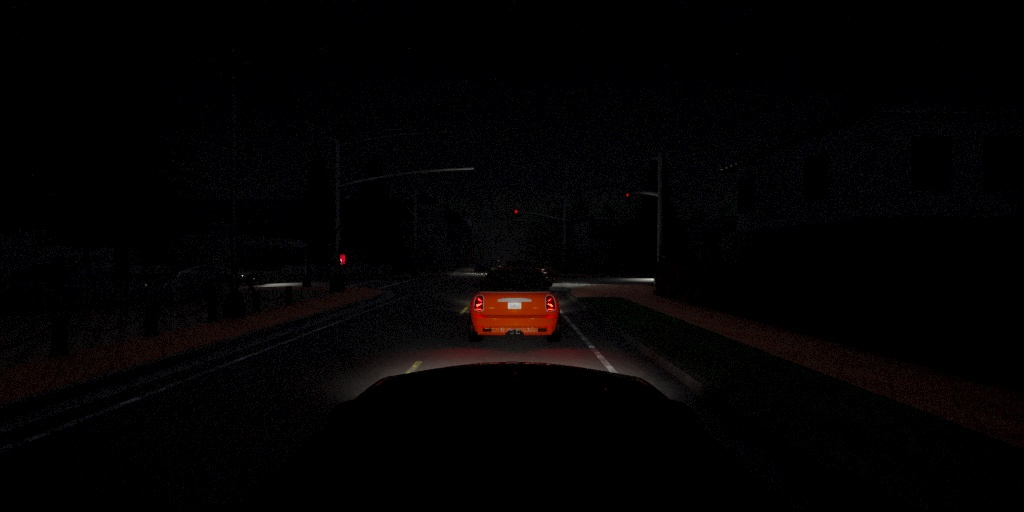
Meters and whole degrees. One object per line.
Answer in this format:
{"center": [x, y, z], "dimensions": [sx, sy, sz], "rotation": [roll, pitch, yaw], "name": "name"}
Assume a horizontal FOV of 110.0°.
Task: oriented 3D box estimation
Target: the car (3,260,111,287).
{"center": [-30.185, 1.243, 24.122], "dimensions": [5.008, 1.535, 1.882], "rotation": [0, 0, -1], "name": "car"}

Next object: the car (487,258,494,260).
{"center": [-3.614, 1.228, 44.781], "dimensions": [1.882, 1.535, 5.008], "rotation": [0, 0, 0], "name": "car"}

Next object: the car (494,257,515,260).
{"center": [1.264, 1.095, 27.171], "dimensions": [4.553, 1.767, 2.097], "rotation": [0, -1, 38], "name": "car"}

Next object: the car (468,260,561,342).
{"center": [0.069, 1.102, 9.944], "dimensions": [2.097, 1.767, 4.553], "rotation": [0, 0, 0], "name": "car"}

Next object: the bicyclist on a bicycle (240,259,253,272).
{"center": [-23.569, 1.066, 31.794], "dimensions": [0.582, 1.620, 1.656], "rotation": [0, 0, -2], "name": "bicyclist on a bicycle"}

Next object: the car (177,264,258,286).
{"center": [-20.005, 1.291, 24.435], "dimensions": [4.674, 1.442, 1.812], "rotation": [0, 0, -2], "name": "car"}
